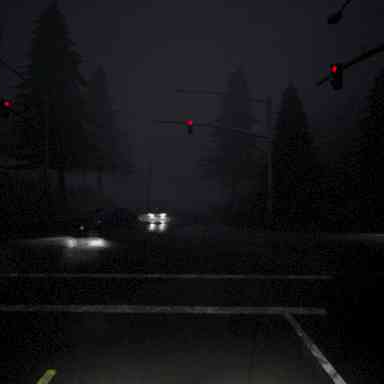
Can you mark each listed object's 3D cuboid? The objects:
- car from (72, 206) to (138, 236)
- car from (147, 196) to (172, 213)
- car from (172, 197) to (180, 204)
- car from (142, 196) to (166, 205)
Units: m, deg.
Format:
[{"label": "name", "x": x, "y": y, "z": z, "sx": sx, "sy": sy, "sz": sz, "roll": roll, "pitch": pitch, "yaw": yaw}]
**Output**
[{"label": "car", "x": -4.680, "y": 1.510, "z": 18.716, "sx": 1.812, "sy": 1.442, "sz": 4.674, "roll": 1, "pitch": 0, "yaw": 20}, {"label": "car", "x": -3.659, "y": 1.476, "z": 36.821, "sx": 2.128, "sy": 1.511, "sz": 4.902, "roll": 0, "pitch": 0, "yaw": 0}, {"label": "car", "x": -4.100, "y": 1.538, "z": 61.663, "sx": 1.994, "sy": 1.385, "sz": 4.181, "roll": 0, "pitch": 0, "yaw": -39}, {"label": "car", "x": -6.824, "y": 1.452, "z": 59.194, "sx": 1.882, "sy": 1.535, "sz": 5.008, "roll": 0, "pitch": 0, "yaw": -36}]
